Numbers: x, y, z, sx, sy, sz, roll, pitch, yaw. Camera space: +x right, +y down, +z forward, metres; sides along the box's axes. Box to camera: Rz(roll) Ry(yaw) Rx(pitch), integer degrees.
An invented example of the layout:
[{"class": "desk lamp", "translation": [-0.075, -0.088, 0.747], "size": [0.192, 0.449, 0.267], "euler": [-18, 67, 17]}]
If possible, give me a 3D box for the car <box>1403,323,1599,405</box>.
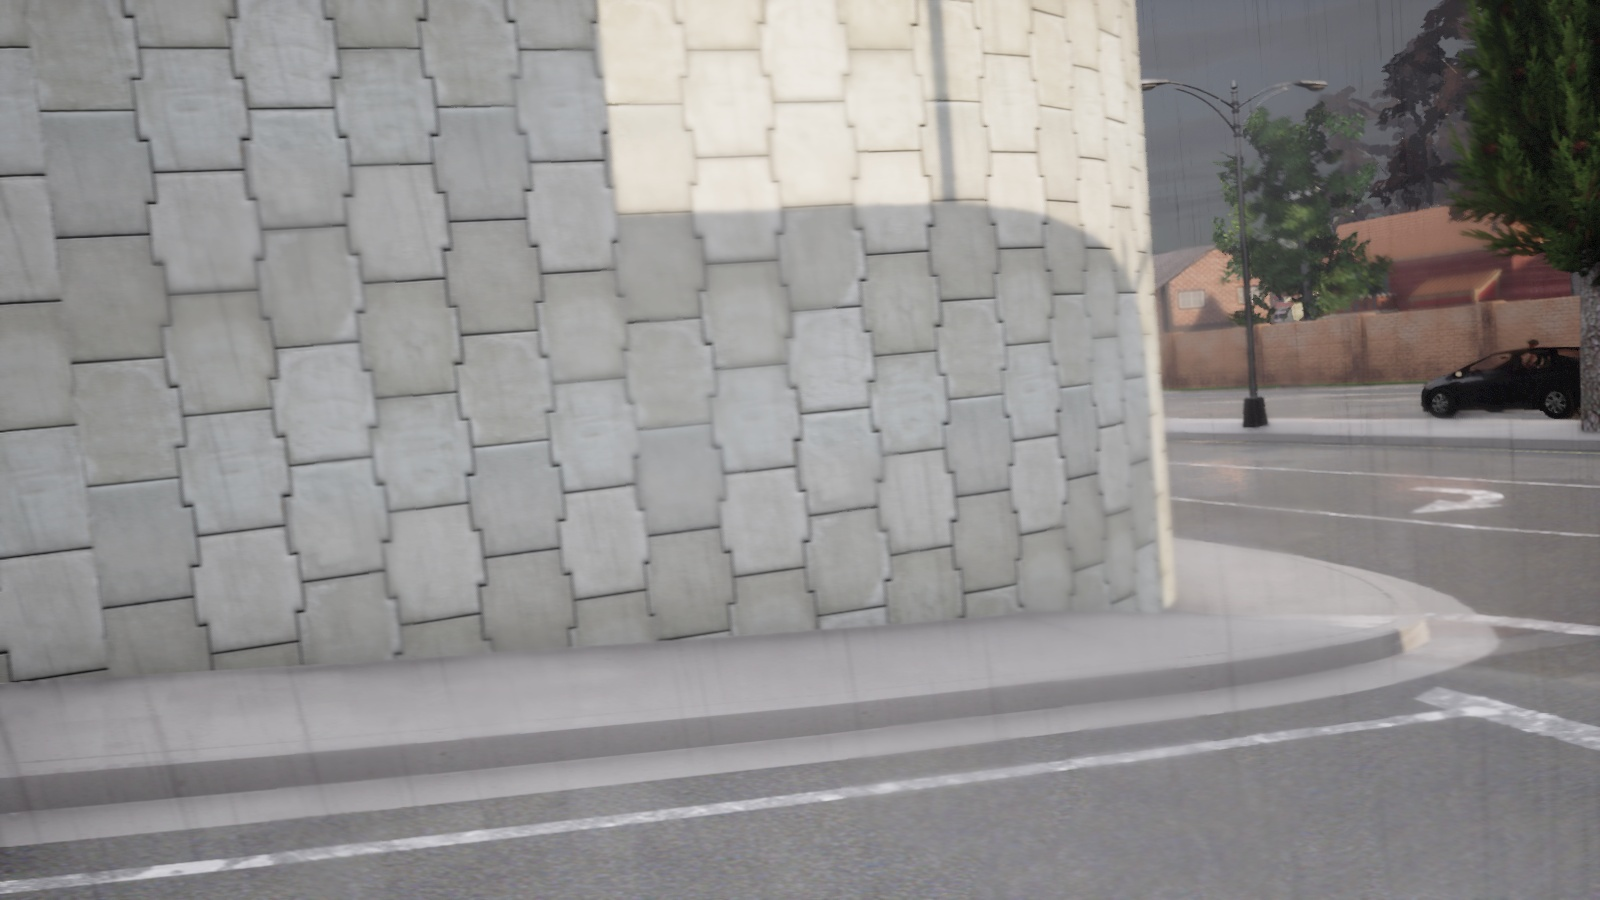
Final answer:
[{"class": "car", "translation": [16.102, -1.899, 28.005], "size": [2.007, 1.525, 4.514], "euler": [-8, 4, -21]}]
